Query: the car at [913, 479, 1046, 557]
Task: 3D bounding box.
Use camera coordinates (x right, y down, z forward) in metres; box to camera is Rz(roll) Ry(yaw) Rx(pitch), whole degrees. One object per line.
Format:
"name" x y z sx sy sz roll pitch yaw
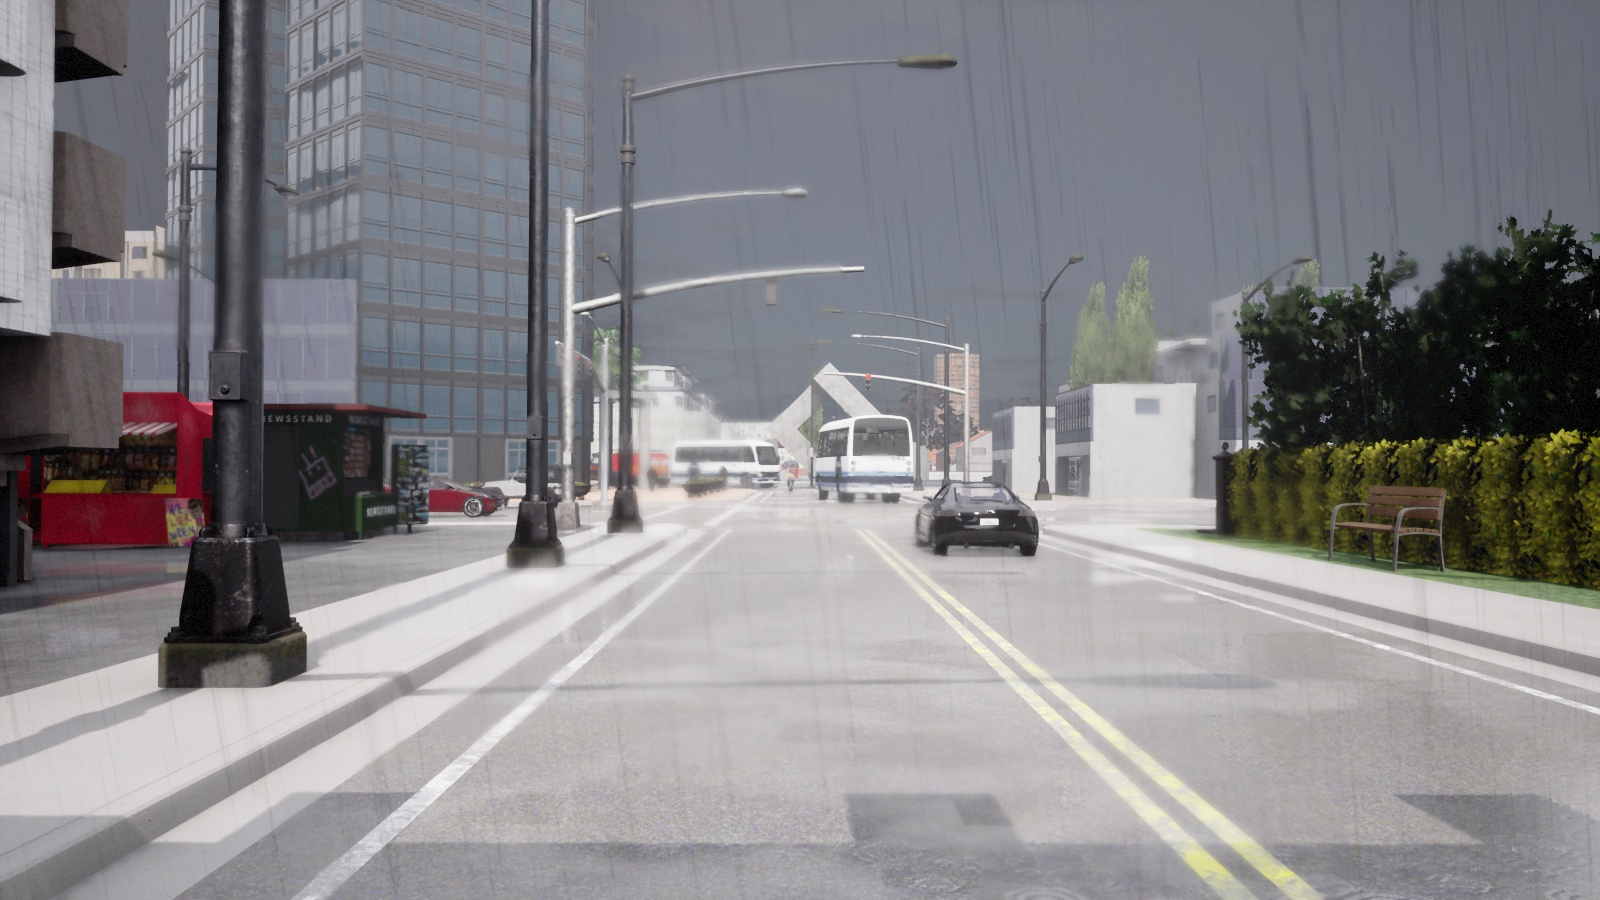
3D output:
"car" 3.437 1.280 24.800 1.994 1.385 4.181 0 -1 0

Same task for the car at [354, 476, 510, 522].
"car" -12.781 1.706 43.870 4.792 1.488 2.163 -1 -1 -1

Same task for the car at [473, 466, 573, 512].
"car" -11.959 1.668 54.381 3.866 1.878 1.905 -1 -1 -1

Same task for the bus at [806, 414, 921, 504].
"bus" 3.052 0.513 64.891 3.944 4.253 10.273 0 -1 -9

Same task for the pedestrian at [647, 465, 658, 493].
"pedestrian" -9.784 1.945 83.265 0.634 1.844 0.899 0 -1 -8
